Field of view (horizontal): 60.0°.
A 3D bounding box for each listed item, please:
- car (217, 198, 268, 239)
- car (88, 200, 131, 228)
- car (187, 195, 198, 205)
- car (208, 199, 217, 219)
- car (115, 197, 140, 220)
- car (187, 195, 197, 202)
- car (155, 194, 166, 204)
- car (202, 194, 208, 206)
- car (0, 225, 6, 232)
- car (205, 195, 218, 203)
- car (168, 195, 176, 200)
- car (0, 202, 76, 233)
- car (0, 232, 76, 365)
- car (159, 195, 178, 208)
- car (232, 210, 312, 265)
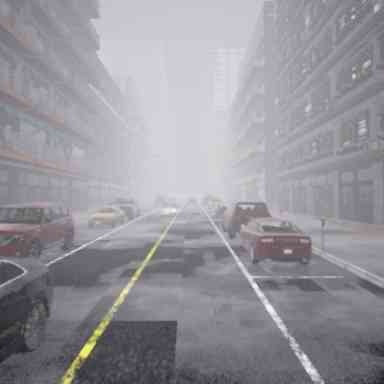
[{"bbox_3d":[2.717,1.321,17.161,2.192,1.841,5.009,1,0,0],"label":"car"},{"bbox_3d":[-5.665,1.534,22.483,1.752,1.417,4.829,1,0,0],"label":"car"},{"bbox_3d":[0.048,1.563,60.104,2.033,1.411,5.357,0,0,1],"label":"car"},{"bbox_3d":[2.717,1.560,28.242,2.008,1.369,4.403,1,0,0],"label":"car"},{"bbox_3d":[-5.658,1.325,28.194,2.192,1.841,5.009,1,0,0],"label":"car"},{"bbox_3d":[0.035,1.434,73.453,2.033,1.411,5.357,0,0,0],"label":"car"},{"bbox_3d":[-5.643,1.332,61.436,2.192,1.841,5.009,1,0,0],"label":"car"},{"bbox_3d":[2.735,1.331,55.945,2.192,1.841,5.009,1,0,0],"label":"car"},{"bbox_3d":[-5.674,1.554,6.032,2.008,1.369,4.403,1,0,0],"label":"car"},{"bbox_3d":[3.020,1.469,42.812,1.801,1.575,5.366,0,0,0],"label":"car"},{"bbox_3d":[-5.598,1.567,94.678,2.008,1.369,4.403,1,0,0],"label":"car"},{"bbox_3d":[-5.666,1.321,11.572,2.192,1.841,5.009,1,0,0],"label":"car"},{"bbox_3d":[-3.099,1.493,3.304,2.128,1.511,4.902,0,0,0],"label":"car"},{"bbox_3d":[-3.057,1.507,47.647,2.128,1.511,4.902,0,0,0],"label":"car"},{"bbox_3d":[2.710,1.550,11.621,1.887,1.381,4.507,1,0,0],"label":"car"}]
